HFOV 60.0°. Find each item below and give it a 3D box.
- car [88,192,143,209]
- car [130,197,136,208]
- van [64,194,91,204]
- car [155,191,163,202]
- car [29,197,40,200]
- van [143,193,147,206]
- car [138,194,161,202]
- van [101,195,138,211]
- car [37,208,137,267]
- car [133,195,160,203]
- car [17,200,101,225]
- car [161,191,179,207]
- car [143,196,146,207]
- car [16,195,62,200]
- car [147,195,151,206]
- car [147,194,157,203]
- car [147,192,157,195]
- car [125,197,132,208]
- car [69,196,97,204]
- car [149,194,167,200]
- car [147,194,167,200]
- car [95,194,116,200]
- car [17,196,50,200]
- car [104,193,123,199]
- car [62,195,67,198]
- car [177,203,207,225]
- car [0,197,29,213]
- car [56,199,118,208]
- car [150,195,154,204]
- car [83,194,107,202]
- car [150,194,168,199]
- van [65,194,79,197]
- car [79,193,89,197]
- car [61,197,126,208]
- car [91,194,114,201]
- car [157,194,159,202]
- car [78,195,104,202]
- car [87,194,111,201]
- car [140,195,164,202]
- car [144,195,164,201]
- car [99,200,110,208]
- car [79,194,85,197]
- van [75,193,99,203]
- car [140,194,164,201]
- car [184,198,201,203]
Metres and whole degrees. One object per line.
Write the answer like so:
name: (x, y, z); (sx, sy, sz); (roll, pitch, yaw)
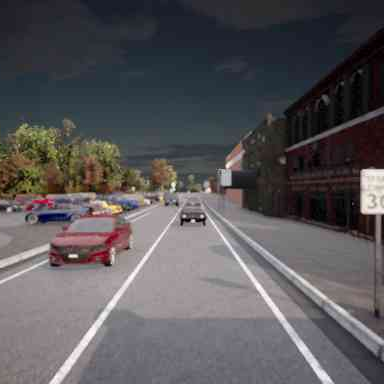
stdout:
car: (-9.302, 1.371, 40.942); (5.566, 2.045, 2.435); (0, 0, 0)
car: (-9.351, 1.606, 38.115); (5.008, 1.535, 2.097); (0, 0, 0)
van: (-21.898, 1.303, 63.571); (4.442, 1.987, 1.878); (0, 1, 0)
car: (-9.223, 1.243, 66.389); (5.566, 2.045, 2.435); (0, 1, 0)
car: (-21.879, 1.651, 40.839); (4.792, 1.488, 2.163); (0, 0, 0)
van: (-9.403, 1.440, 49.299); (4.442, 1.987, 1.878); (0, 0, 0)
car: (-9.196, 1.301, 72.042); (4.553, 1.767, 2.185); (0, 1, 0)
van: (-9.432, 1.412, 43.768); (4.442, 1.987, 1.878); (0, 0, 0)
car: (-3.361, 1.555, 11.915); (1.882, 1.535, 5.008); (0, 0, 0)
car: (-9.365, 1.457, 69.218); (5.366, 1.575, 1.946); (0, 1, 0)
car: (-9.450, 1.555, 23.986); (4.792, 1.488, 2.163); (0, 0, 0)
car: (-3.249, 1.349, 54.288); (2.150, 2.045, 5.566); (0, 0, 1)
car: (-9.303, 1.694, 46.591); (4.674, 1.452, 2.002); (0, 0, 0)
car: (-21.849, 1.402, 46.488); (5.566, 2.045, 2.435); (0, 0, 0)
car: (-9.273, 1.698, 52.256); (4.674, 1.452, 2.002); (0, 1, 0)
car: (-9.235, 1.595, 57.915); (5.008, 1.535, 2.097); (0, 1, 0)
car: (-9.256, 1.436, 60.740); (4.553, 1.767, 2.185); (0, 1, 0)
car: (-9.356, 1.590, 35.290); (5.008, 1.535, 2.097); (0, 0, 0)
car: (-21.771, 1.496, 66.397); (4.892, 1.521, 2.231); (0, 1, 0)
car: (-9.077, 1.264, 88.996); (4.674, 1.452, 2.002); (0, 1, 0)
car: (-9.060, 1.287, 86.170); (4.792, 1.488, 2.163); (0, 1, 0)
car: (-21.702, 1.322, 83.337); (4.792, 1.488, 2.163); (0, 1, 0)
car: (-21.863, 1.667, 43.663); (4.792, 1.488, 2.163); (0, 0, 0)
car: (-21.624, 1.192, 91.808); (4.892, 1.521, 2.231); (0, 1, 0)
car: (-21.856, 1.666, 49.322); (5.008, 1.535, 2.097); (0, -1, 0)
car: (0.081, 1.732, 25.223); (1.895, 1.301, 4.718); (0, 0, 0)
car: (-21.930, 1.607, 38.141); (4.892, 1.521, 2.231); (0, 0, 0)
car: (-9.393, 1.598, 29.638); (4.674, 1.452, 2.002); (0, 0, 0)
car: (-9.252, 1.669, 55.091); (4.674, 1.452, 2.002); (0, 1, 0)
car: (-21.750, 1.270, 74.741); (4.553, 1.767, 2.185); (0, 1, 0)
car: (-9.057, 1.230, 91.822); (4.674, 1.452, 2.002); (0, 1, 0)
van: (-21.709, 1.404, 55.099); (4.442, 1.987, 1.878); (0, 1, 0)
car: (-21.765, 1.438, 60.624); (4.553, 1.767, 2.185); (0, 1, 0)
car: (-9.561, 1.571, 32.465); (5.366, 1.575, 1.946); (0, 0, 0)
car: (-21.693, 1.328, 80.389); (5.008, 1.535, 2.097); (0, 1, 0)
car: (-9.213, 1.568, 63.567); (4.674, 1.452, 2.002); (0, 1, 0)
car: (-21.739, 1.429, 71.919); (5.008, 1.535, 2.097); (0, 1, 0)
car: (-21.699, 1.361, 77.566); (5.008, 1.535, 2.097); (0, 1, 0)
car: (-8.964, 1.390, 74.867); (5.366, 1.575, 1.946); (0, 1, 0)
car: (-9.117, 1.365, 80.520); (4.674, 1.452, 2.002); (0, 1, 0)
car: (-9.408, 1.582, 26.812); (4.674, 1.452, 2.002); (0, 0, 0)
car: (-21.843, 1.626, 57.929); (4.792, 1.488, 2.163); (0, 1, 0)
van: (-21.864, 1.235, 69.221); (4.442, 1.987, 1.878); (0, 1, 0)
car: (-9.320, 1.356, 77.695); (5.366, 1.575, 1.946); (0, 1, 0)
car: (0.105, 1.513, 41.616); (2.097, 1.767, 4.553); (0, 0, 0)
